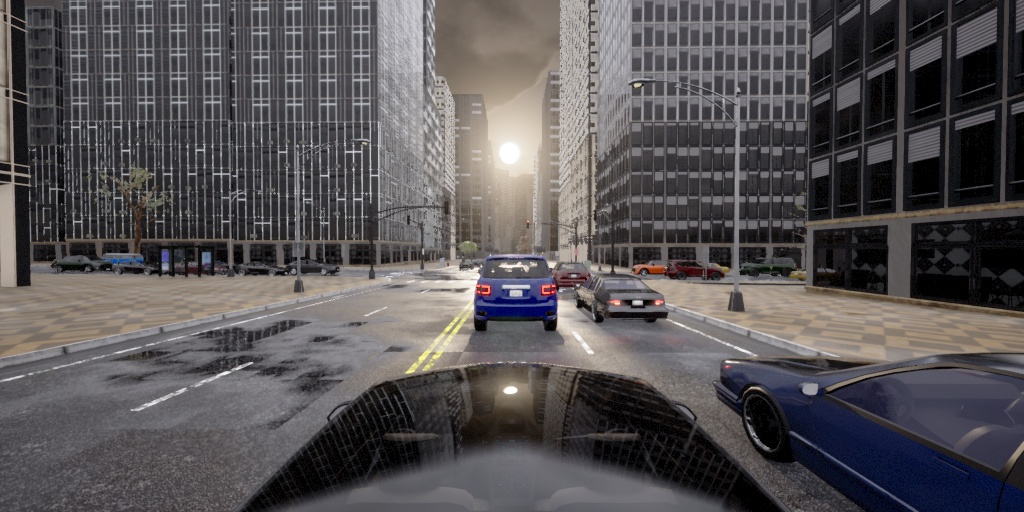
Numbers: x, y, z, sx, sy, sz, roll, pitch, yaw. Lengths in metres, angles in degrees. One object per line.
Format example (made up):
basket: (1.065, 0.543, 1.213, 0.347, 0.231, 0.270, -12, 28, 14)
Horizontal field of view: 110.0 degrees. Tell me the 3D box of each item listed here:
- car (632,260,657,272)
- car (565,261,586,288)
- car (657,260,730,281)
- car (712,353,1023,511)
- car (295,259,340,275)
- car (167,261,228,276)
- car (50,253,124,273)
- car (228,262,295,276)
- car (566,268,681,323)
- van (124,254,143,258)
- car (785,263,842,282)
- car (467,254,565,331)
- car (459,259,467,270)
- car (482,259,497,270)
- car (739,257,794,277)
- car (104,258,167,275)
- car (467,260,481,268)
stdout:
car: (15.030, 1.202, 37.919, 4.553, 1.767, 2.097, 0, 1, 0)
car: (3.345, 1.092, 21.492, 2.097, 1.767, 4.553, 0, 0, 0)
car: (16.187, 1.268, 32.146, 5.009, 1.841, 2.192, 0, 0, 1)
car: (3.351, 1.297, 1.905, 2.033, 1.411, 5.357, 0, 0, 1)
car: (-19.526, 1.098, 35.309, 4.892, 1.490, 1.837, 0, 1, 1)
car: (-28.422, 1.138, 32.799, 4.207, 1.307, 1.802, 0, 0, 1)
car: (-42.391, 0.739, 35.829, 4.553, 1.767, 2.097, 0, 1, 4)
car: (-22.738, 1.173, 32.667, 4.313, 1.339, 1.948, 0, 0, 1)
car: (3.349, 1.293, 12.085, 2.033, 1.411, 5.357, 0, 0, 0)
van: (-45.295, 0.605, 41.630, 3.998, 1.789, 1.690, 0, 0, 1)
car: (27.636, 1.578, 31.951, 4.829, 1.417, 1.751, 0, 0, 1)
car: (0.096, 0.967, 11.081, 2.150, 2.045, 5.566, 0, 0, 0)
car: (-6.611, 1.219, 52.547, 1.837, 1.490, 4.892, 0, 0, -1)
car: (-3.346, 1.191, 53.439, 1.882, 1.535, 5.008, 0, 0, 0)
car: (26.662, 1.173, 37.742, 5.566, 2.045, 2.150, 0, 1, 1)
car: (-34.102, 1.069, 32.971, 4.313, 1.339, 1.948, 0, 0, 1)
car: (-6.582, 1.303, 62.850, 1.895, 1.301, 4.718, 0, 0, 0)
